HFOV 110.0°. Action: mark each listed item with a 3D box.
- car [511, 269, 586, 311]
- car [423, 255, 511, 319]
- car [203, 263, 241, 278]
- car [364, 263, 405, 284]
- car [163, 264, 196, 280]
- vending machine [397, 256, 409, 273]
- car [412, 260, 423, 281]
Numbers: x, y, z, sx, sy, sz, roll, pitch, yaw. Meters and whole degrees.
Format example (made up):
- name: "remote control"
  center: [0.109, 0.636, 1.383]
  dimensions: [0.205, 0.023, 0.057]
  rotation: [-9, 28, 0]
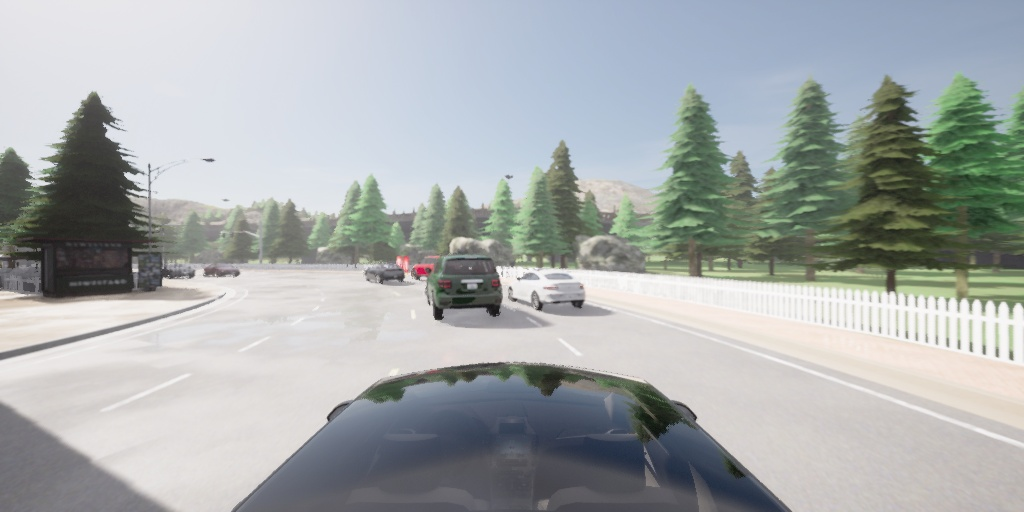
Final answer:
- name: "car"
  center: [1.281, 1.252, 14.451]
  dimensions: [1.812, 1.442, 4.674]
  rotation: [0, -1, -18]
- name: "car"
  center: [-1.928, 0.979, 13.196]
  dimensions: [2.150, 2.045, 5.566]
  rotation: [0, 0, -16]
- name: "car"
  center: [-31.275, 1.527, 38.570]
  dimensions: [4.674, 1.442, 1.812]
  rotation: [-1, 0, 27]
- name: "car"
  center: [-9.953, 1.307, 27.814]
  dimensions: [2.128, 1.511, 4.902]
  rotation: [0, 0, -39]
- name: "car"
  center: [-33.733, 1.519, 35.895]
  dimensions: [4.902, 1.511, 2.128]
  rotation: [-1, 0, 27]
- name: "vending machine"
  center: [-12.216, 1.018, 40.328]
  dimensions: [0.880, 2.100, 1.100]
  rotation: [0, 0, 37]
- name: "car"
  center: [-6.065, 1.002, 28.601]
  dimensions: [2.150, 2.045, 5.566]
  rotation: [0, 0, -37]
